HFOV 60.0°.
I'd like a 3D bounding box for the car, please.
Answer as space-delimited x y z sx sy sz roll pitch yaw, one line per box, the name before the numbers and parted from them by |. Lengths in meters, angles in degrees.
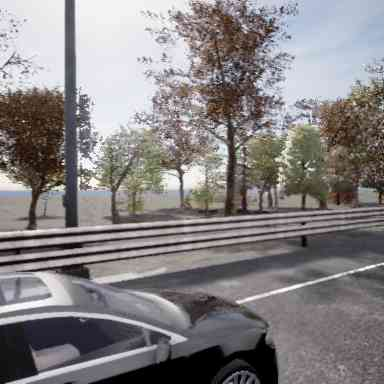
car | -1.332 1.484 2.775 4.902 1.511 2.128 -1 0 -35
